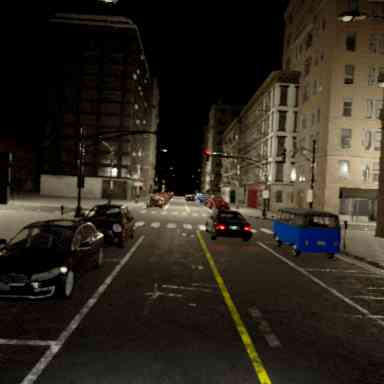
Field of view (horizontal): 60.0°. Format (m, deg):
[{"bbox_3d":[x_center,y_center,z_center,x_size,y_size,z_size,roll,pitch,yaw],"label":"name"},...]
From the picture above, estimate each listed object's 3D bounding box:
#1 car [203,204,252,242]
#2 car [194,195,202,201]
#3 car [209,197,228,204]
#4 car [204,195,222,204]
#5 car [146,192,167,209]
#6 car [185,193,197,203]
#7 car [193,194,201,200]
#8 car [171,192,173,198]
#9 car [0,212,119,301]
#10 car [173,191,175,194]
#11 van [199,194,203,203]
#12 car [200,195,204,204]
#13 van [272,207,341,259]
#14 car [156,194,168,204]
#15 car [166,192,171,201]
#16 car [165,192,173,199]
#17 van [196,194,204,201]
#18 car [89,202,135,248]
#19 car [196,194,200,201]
[{"bbox_3d":[1.790,1.635,17.337,2.033,1.411,5.357,3,0,-2],"label":"car"},{"bbox_3d":[1.658,1.541,89.449,1.752,1.417,4.829,3,0,-2],"label":"car"},{"bbox_3d":[3.531,1.713,40.630,1.887,1.381,4.507,3,0,-2],"label":"car"},{"bbox_3d":[3.336,1.468,46.035,2.192,1.841,5.009,3,0,-2],"label":"car"},{"bbox_3d":[-4.470,1.160,40.321,1.967,1.590,4.097,3,0,-2],"label":"car"},{"bbox_3d":[-0.259,1.468,70.721,2.033,1.411,5.357,3,0,-2],"label":"car"},{"bbox_3d":[1.462,1.440,94.684,1.967,1.590,4.097,3,0,-2],"label":"car"},{"bbox_3d":[-5.721,1.171,72.754,2.008,1.369,4.403,3,0,-2],"label":"car"},{"bbox_3d":[-3.227,1.364,7.785,2.008,1.369,4.403,3,0,-2],"label":"car"},{"bbox_3d":[-6.330,0.883,88.970,2.192,1.841,5.009,3,0,-2],"label":"car"},{"bbox_3d":[2.712,1.445,62.252,1.690,1.788,3.998,3,0,-2],"label":"van"},{"bbox_3d":[2.908,1.665,56.846,1.887,1.381,4.507,3,0,-2],"label":"car"},{"bbox_3d":[4.574,1.587,13.769,1.690,1.788,3.998,3,0,-2],"label":"van"},{"bbox_3d":[-5.091,1.198,56.367,1.752,1.417,4.829,3,0,-2],"label":"car"},{"bbox_3d":[-4.878,1.004,51.131,2.192,1.841,5.009,3,0,-2],"label":"car"},{"bbox_3d":[-6.545,0.991,94.376,1.967,1.590,4.097,3,0,-2],"label":"car"},{"bbox_3d":[1.883,1.375,83.873,1.690,1.788,3.998,3,0,-2],"label":"van"},{"bbox_3d":[-3.438,1.238,13.461,1.967,1.590,4.097,3,0,-2],"label":"car"},{"bbox_3d":[2.492,1.653,67.657,1.947,1.339,4.313,3,0,-2],"label":"car"}]
